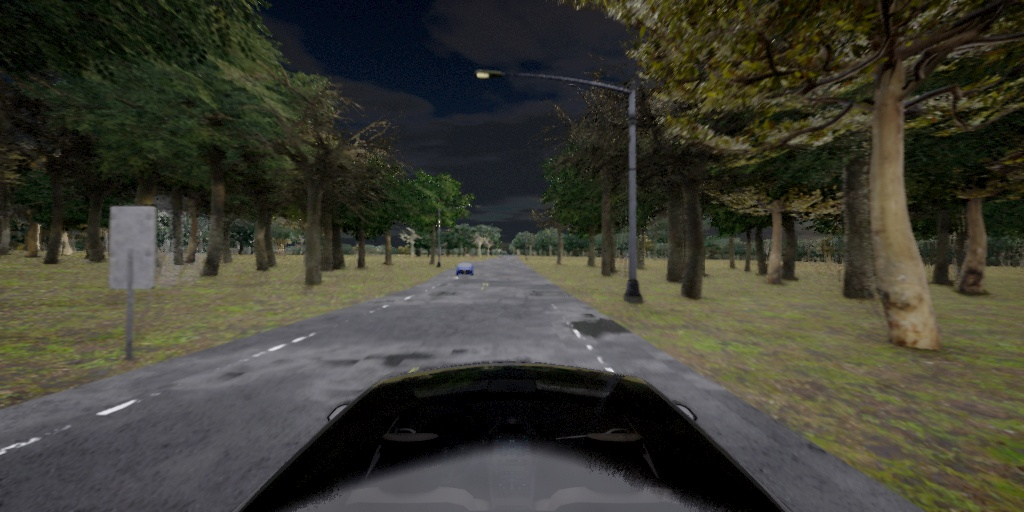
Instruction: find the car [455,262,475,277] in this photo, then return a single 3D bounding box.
[{"bbox_3d":[-5.085,1.403,38.899,1.882,1.535,5.008,0,0,-7],"label":"car"}]
